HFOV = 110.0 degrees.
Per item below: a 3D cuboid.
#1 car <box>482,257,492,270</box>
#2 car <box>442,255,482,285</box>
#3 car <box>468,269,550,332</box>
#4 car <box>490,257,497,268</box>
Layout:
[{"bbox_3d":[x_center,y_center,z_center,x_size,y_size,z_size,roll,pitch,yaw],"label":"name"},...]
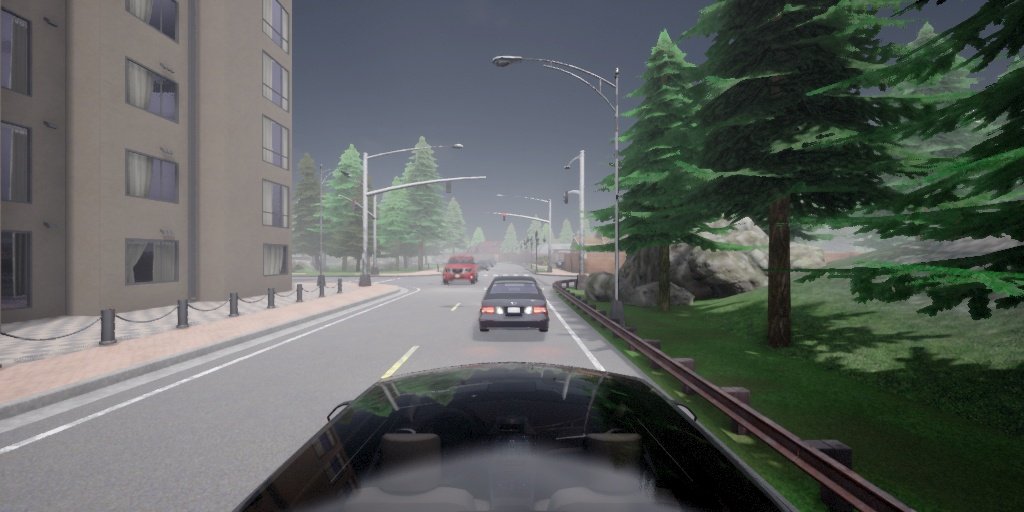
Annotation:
[{"bbox_3d":[-4.016,1.231,46.999,1.837,1.490,4.892,0,0,0],"label":"car"},{"bbox_3d":[-3.673,0.956,26.421,2.150,2.045,5.566,0,0,-2],"label":"car"},{"bbox_3d":[0.066,1.298,10.823,2.033,1.411,5.357,0,0,1],"label":"car"},{"bbox_3d":[-4.092,1.229,61.852,1.837,1.490,4.892,0,1,0],"label":"car"}]
